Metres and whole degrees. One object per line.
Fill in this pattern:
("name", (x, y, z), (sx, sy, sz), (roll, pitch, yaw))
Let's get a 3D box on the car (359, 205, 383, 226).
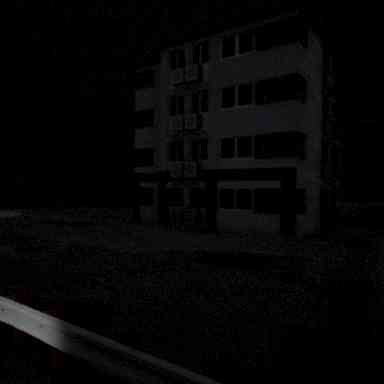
("car", (12.160, 1.401, 20.254), (1.845, 1.501, 3.633), (0, 1, -43))
